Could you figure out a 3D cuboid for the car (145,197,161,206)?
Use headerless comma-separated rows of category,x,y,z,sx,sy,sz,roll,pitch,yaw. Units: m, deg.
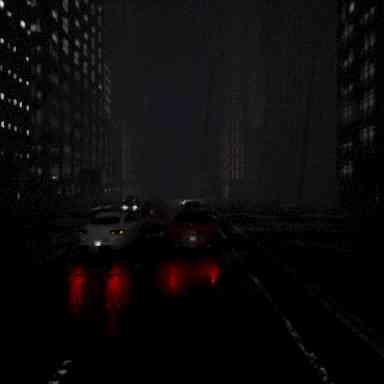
car,-6.529,1.523,55.957,2.033,1.411,5.357,0,0,1

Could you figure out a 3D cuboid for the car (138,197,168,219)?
car,-3.198,1.464,29.220,1.882,1.535,5.008,0,0,0

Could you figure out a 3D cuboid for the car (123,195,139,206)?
car,-9.802,1.328,53.835,2.097,1.767,4.553,0,0,0

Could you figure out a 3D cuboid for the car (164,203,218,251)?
car,0.054,1.471,14.160,1.882,1.535,5.008,0,0,0

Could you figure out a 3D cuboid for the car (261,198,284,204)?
car,15.915,1.797,65.763,4.403,1.369,2.008,1,0,-1

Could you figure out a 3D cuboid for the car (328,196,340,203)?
car,32.744,1.711,74.482,4.097,1.590,1.967,1,0,-1

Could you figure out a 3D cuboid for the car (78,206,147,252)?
car,-3.200,1.519,13.686,1.812,1.442,4.674,0,0,0

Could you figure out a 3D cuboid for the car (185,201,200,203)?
car,0.048,1.512,28.676,1.812,1.442,4.674,0,0,0
